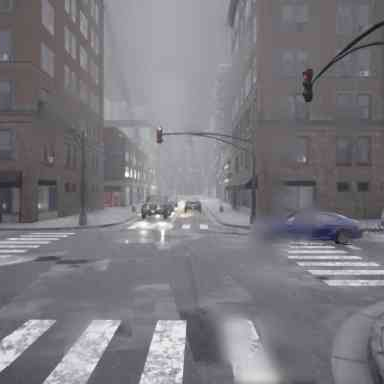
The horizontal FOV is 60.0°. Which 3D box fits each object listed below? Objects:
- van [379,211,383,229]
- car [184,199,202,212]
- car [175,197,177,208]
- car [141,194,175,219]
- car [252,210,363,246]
[{"bbox_3d":[12.062,1.358,17.401,3.998,1.788,1.690,0,0,0],"label":"van"},{"bbox_3d":[0.107,1.512,38.899,2.128,1.511,4.902,0,0,0],"label":"car"},{"bbox_3d":[-3.087,1.545,39.461,1.812,1.442,4.674,0,0,0],"label":"car"},{"bbox_3d":[-3.075,1.236,29.788,2.150,2.045,5.566,0,0,2],"label":"car"},{"bbox_3d":[5.025,1.536,14.695,4.674,1.442,1.812,0,0,0],"label":"car"}]
